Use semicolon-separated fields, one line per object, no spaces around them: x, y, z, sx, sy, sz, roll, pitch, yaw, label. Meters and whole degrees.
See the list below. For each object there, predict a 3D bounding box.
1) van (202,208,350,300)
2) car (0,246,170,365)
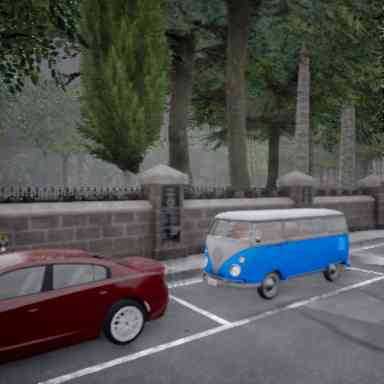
2.127;1.317;8.054;3.998;1.788;1.690;0;0;-36;van
-2.478;1.542;4.768;4.507;1.381;1.887;0;0;-36;car
